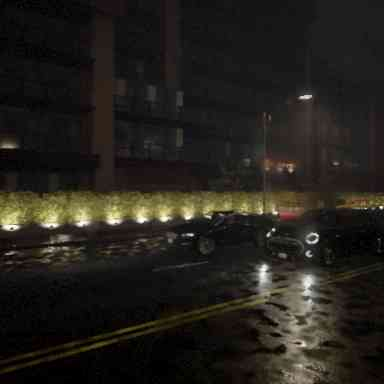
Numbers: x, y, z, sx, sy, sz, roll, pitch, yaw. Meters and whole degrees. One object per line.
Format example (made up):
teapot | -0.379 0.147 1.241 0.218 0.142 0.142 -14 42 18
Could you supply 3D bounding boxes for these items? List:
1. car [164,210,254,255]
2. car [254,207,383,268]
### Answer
car | 1.224 1.493 13.366 4.902 1.511 2.128 0 0 -35
car | 4.619 1.353 11.460 4.553 1.767 2.097 0 0 -35
